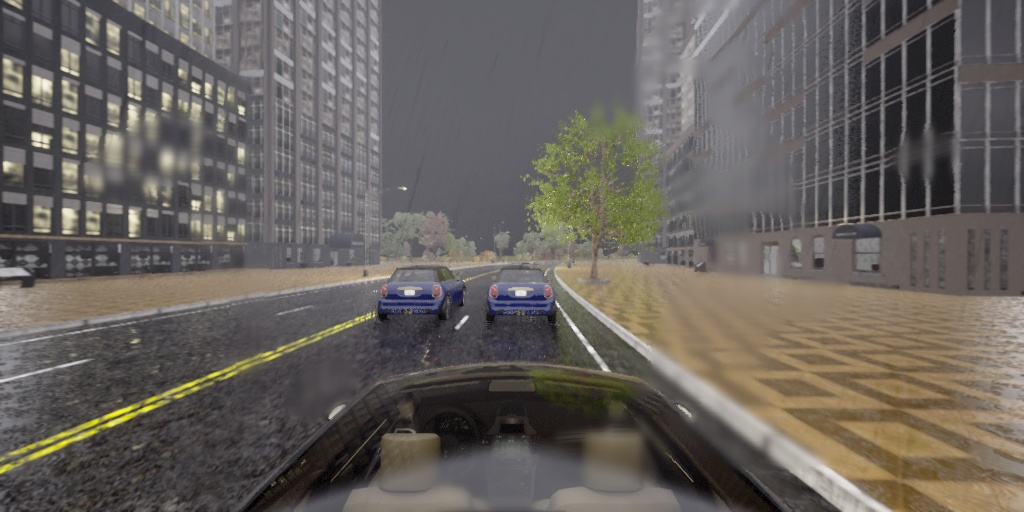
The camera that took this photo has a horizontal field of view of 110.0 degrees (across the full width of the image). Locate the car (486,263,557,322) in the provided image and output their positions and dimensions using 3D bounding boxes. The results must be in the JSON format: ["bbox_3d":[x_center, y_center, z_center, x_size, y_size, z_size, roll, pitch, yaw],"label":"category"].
[{"bbox_3d":[0.321,1.093,12.418,2.097,1.767,4.553,0,0,2],"label":"car"}]

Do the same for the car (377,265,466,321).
[{"bbox_3d":[-2.926,1.091,12.598,2.097,1.767,4.553,0,0,2],"label":"car"}]
